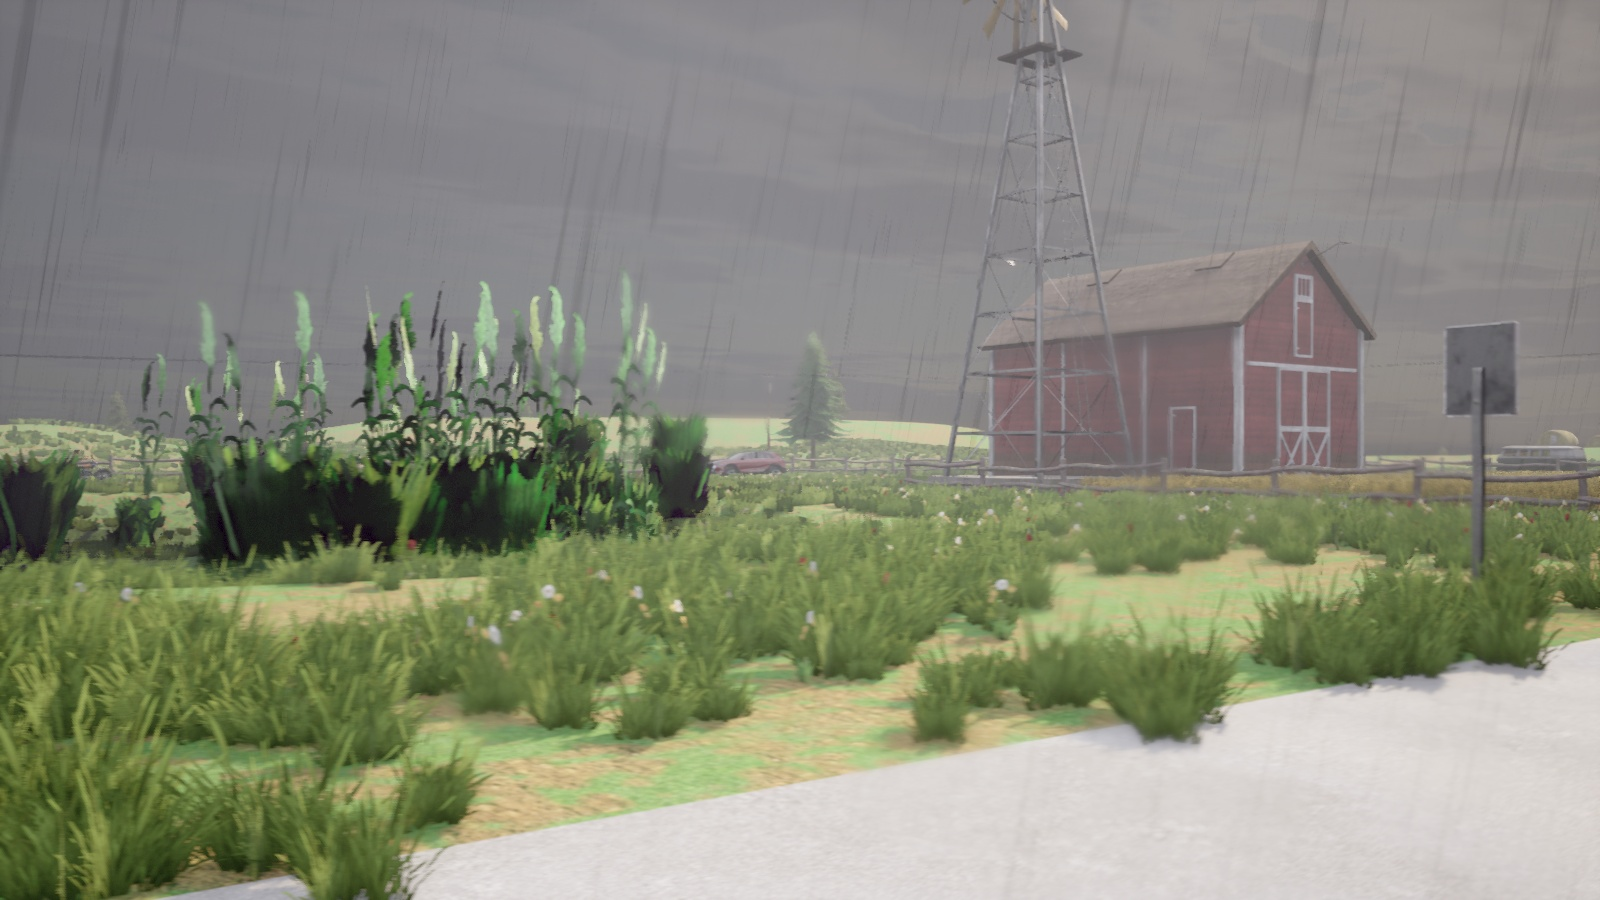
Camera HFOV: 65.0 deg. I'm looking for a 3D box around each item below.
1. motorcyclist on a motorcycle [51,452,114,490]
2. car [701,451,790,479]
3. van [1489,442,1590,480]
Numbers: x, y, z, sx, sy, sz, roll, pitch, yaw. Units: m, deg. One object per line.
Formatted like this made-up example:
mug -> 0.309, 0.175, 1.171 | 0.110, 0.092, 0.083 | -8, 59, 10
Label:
motorcyclist on a motorcycle -> -31.348, 0.896, 54.896 | 2.350, 1.649, 0.766 | 0, 0, -29
car -> -3.197, 0.864, 74.299 | 4.856, 1.649, 2.033 | 0, 0, -29
van -> 40.512, 0.581, 68.895 | 1.775, 1.987, 4.442 | 0, 0, -35
